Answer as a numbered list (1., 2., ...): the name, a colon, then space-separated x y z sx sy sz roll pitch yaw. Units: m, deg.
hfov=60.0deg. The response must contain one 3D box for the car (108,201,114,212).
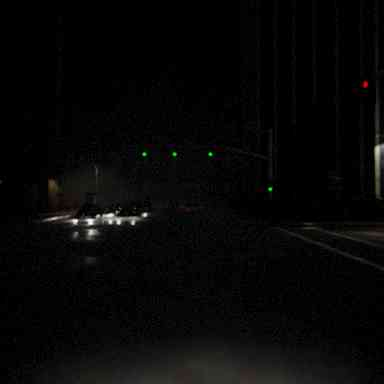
1. car: -10.590 2.014 44.007 2.128 1.511 4.902 0 -1 0

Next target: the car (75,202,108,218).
1. car: -10.578 1.939 34.739 1.812 1.442 4.674 0 -1 0

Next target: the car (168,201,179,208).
1. car: -3.379 2.272 61.103 2.033 1.411 5.357 0 -1 -1

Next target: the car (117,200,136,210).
1. car: -10.549 2.135 54.190 2.128 1.511 4.902 0 -1 0

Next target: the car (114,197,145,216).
1. car: -7.096 1.807 38.246 2.097 1.767 4.553 0 -1 0

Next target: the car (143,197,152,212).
1. car: -7.083 1.788 47.748 2.150 2.045 5.566 0 -1 0

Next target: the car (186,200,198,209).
1. car: 0.003 2.235 59.793 1.812 1.442 4.674 0 -1 0
